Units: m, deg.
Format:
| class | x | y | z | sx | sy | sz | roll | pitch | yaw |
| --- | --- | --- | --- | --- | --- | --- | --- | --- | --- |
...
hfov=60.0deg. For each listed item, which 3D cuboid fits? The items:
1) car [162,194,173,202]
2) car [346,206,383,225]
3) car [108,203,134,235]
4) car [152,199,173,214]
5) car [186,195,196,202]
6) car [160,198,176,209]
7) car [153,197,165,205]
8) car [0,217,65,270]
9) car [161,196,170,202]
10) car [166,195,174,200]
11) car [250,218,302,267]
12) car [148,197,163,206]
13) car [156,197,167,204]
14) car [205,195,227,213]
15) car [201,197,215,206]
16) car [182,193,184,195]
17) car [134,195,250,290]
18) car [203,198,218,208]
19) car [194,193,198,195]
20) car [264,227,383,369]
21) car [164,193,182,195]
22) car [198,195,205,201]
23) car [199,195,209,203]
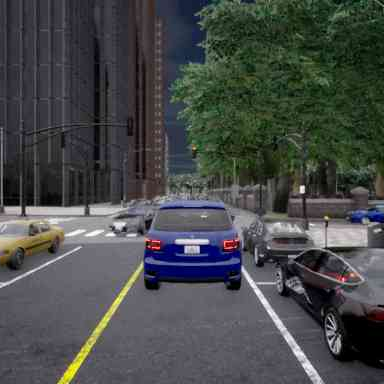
| class | x | y | z | sx | sy | sz | roll | pitch | yaw |
| --- | --- | --- | --- | --- | --- | --- | --- | --- | --- |
| car | -5.988 | 1.370 | 81.516 | 2.192 | 1.841 | 5.009 | 0 | 0 | 0 |
| car | 14.724 | 1.803 | 26.065 | 5.008 | 1.535 | 1.882 | 1 | 0 | 0 |
| car | -2.750 | 1.502 | 18.510 | 2.128 | 1.511 | 4.902 | -1 | 0 | 20 |
| car | -3.239 | 1.533 | 36.767 | 1.812 | 1.442 | 4.674 | 0 | 0 | 1 |
| car | -0.217 | 1.576 | 78.462 | 2.128 | 1.511 | 4.902 | 0 | 0 | 0 |
| car | -3.225 | 1.542 | 45.918 | 1.812 | 1.442 | 4.674 | 0 | 0 | 0 |
| car | -5.928 | 1.613 | 59.687 | 1.802 | 1.307 | 4.206 | 0 | 0 | 0 |
| car | -5.792 | 1.525 | 11.025 | 1.752 | 1.417 | 4.829 | 0 | 0 | 0 |
| car | -5.973 | 1.631 | 76.059 | 1.802 | 1.307 | 4.206 | 0 | 0 | 0 |
| car | -6.019 | 1.615 | 92.430 | 1.887 | 1.381 | 4.507 | 0 | 0 | 0 |
| car | 2.733 | 1.550 | 11.227 | 2.008 | 1.369 | 4.403 | 0 | 0 | 0 |
| car | -5.913 | 1.576 | 54.230 | 2.008 | 1.369 | 4.403 | 0 | 0 | 0 |
| car | -5.943 | 1.619 | 65.144 | 1.802 | 1.307 | 4.206 | 0 | 0 | 0 |
| car | 2.658 | 1.324 | 37.893 | 2.192 | 1.841 | 5.009 | 0 | 0 | 0 |
| car | 2.613 | 1.576 | 54.261 | 2.008 | 1.369 | 4.403 | 0 | 0 | 0 |
| car | -3.208 | 1.531 | 67.181 | 2.128 | 1.511 | 4.902 | 0 | 0 | 0 |
| car | 0.048 | 1.221 | 9.206 | 2.150 | 2.045 | 5.566 | 0 | 0 | 1 |
| car | 2.628 | 1.585 | 48.805 | 1.947 | 1.339 | 4.313 | 0 | 0 | 0 |
| car | -0.084 | 1.537 | 65.696 | 1.837 | 1.490 | 4.892 | 0 | -2 | 0 |
| car | 2.748 | 1.565 | 5.714 | 1.947 | 1.339 | 4.313 | 0 | 0 | 0 |
| car | -3.238 | 1.379 | 55.653 | 2.097 | 1.767 | 4.553 | 0 | 0 | 0 |
| car | 2.521 | 1.588 | 87.170 | 1.752 | 1.417 | 4.829 | 0 | 0 | 0 |
| car | 2.567 | 1.483 | 70.631 | 1.967 | 1.590 | 4.097 | 0 | 0 | 0 |
